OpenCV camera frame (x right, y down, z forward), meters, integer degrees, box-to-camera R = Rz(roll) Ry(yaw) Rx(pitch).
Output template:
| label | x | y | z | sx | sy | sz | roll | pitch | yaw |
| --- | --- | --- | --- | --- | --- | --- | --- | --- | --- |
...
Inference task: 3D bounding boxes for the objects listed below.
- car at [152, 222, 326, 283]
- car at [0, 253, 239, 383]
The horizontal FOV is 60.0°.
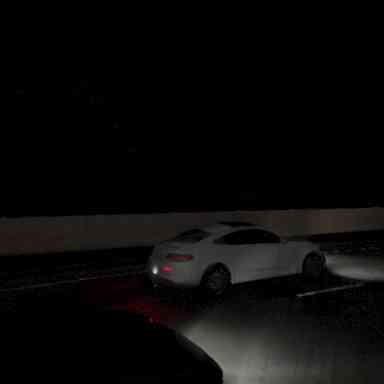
| label | x | y | z | sx | sy | sz | roll | pitch | yaw |
| --- | --- | --- | --- | --- | --- | --- | --- | --- | --- |
| car | 1.235 | 1.479 | 8.342 | 4.674 | 1.442 | 1.812 | 0 | 0 | -28 |
| car | -2.268 | 1.525 | 2.060 | 5.357 | 1.411 | 2.033 | 0 | 0 | -35 |
